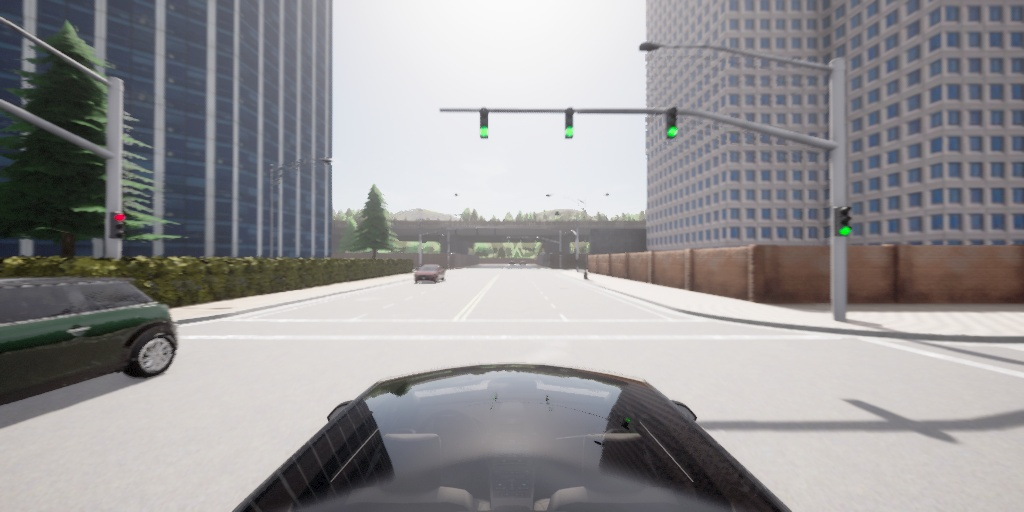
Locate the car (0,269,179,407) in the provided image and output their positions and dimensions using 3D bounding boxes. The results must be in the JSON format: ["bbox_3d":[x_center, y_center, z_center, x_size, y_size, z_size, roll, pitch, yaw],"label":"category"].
[{"bbox_3d":[-7.000,1.080,4.429,2.097,1.767,4.553,0,-1,0],"label":"car"}]

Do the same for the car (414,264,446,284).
[{"bbox_3d":[-6.998,1.474,30.859,1.882,1.535,5.008,0,0,0],"label":"car"}]
